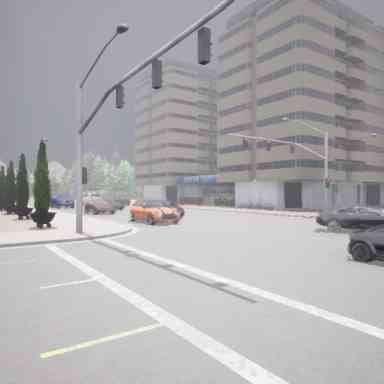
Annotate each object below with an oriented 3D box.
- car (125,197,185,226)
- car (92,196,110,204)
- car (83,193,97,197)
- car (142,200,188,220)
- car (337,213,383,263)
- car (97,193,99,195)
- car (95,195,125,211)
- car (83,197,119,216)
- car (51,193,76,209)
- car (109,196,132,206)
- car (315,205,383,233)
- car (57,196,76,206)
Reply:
[{"bbox_3d":[-2.743,1.352,23.816,2.097,1.767,4.553,0,0,-35],"label":"car"},{"bbox_3d":[-17.475,1.505,63.776,1.837,1.490,4.892,0,0,-33],"label":"car"},{"bbox_3d":[-17.660,1.221,57.903,2.150,2.045,5.566,0,0,-34],"label":"car"},{"bbox_3d":[-2.479,1.504,29.600,1.837,1.490,4.892,0,0,-35],"label":"car"},{"bbox_3d":[6.914,1.564,9.910,1.994,1.385,4.181,0,0,-35],"label":"car"},{"bbox_3d":[-12.116,1.352,49.930,2.097,1.767,4.553,0,0,-35],"label":"car"},{"bbox_3d":[-9.801,1.502,40.112,1.837,1.490,4.892,0,1,-35],"label":"car"},{"bbox_3d":[-9.256,1.526,33.194,1.812,1.442,4.674,0,0,-35],"label":"car"},{"bbox_3d":[-17.585,1.222,45.208,2.150,2.045,5.566,0,0,-35],"label":"car"},{"bbox_3d":[-12.167,1.491,56.138,2.128,1.511,4.902,0,0,-35],"label":"car"},{"bbox_3d":[9.469,1.491,18.551,4.902,1.511,2.128,0,0,24],"label":"car"},{"bbox_3d":[-21.586,1.478,57.223,1.882,1.535,5.008,0,0,-34],"label":"car"}]
